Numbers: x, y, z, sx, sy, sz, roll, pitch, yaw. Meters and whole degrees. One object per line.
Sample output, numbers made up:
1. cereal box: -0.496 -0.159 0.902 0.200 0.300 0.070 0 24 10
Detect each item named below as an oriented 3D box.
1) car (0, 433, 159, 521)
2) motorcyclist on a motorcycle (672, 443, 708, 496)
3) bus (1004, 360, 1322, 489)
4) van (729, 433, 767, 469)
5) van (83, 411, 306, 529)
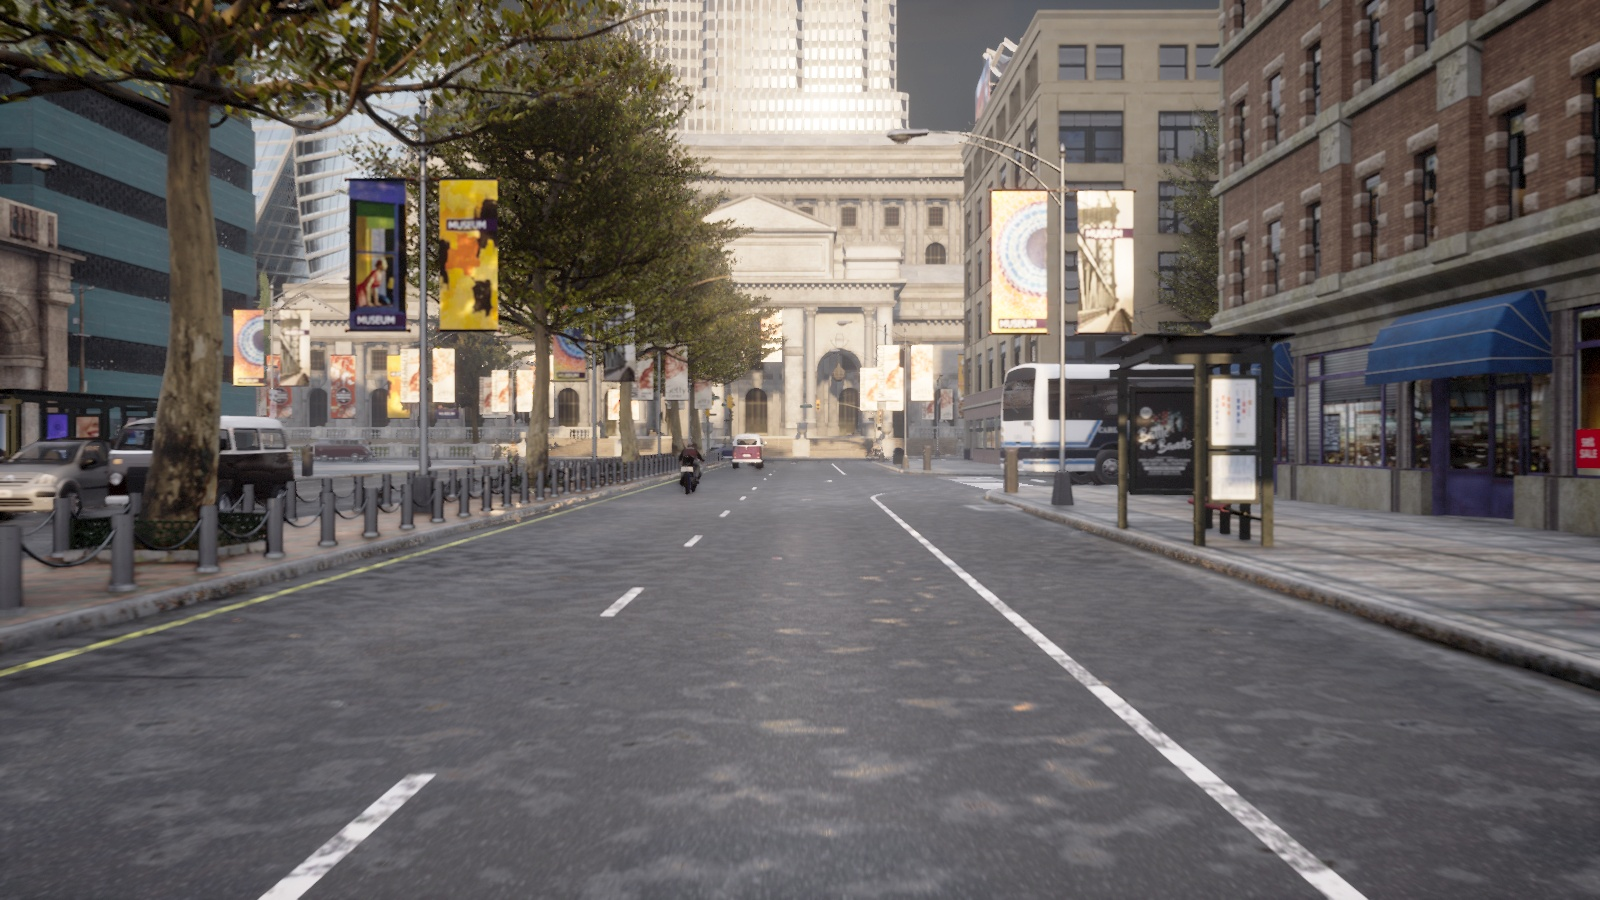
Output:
1. car: -14.842 0.490 25.257 1.851 1.617 3.988 0 0 0
2. motorcyclist on a motorcycle: -3.272 0.567 37.540 0.866 1.530 2.191 0 0 0
3. bus: 12.843 -0.872 44.778 10.273 4.253 3.944 0 0 -13
4. van: -3.062 0.047 74.581 2.069 2.038 4.480 0 0 0
5. van: -11.349 0.326 23.960 2.069 2.038 4.480 0 0 0
